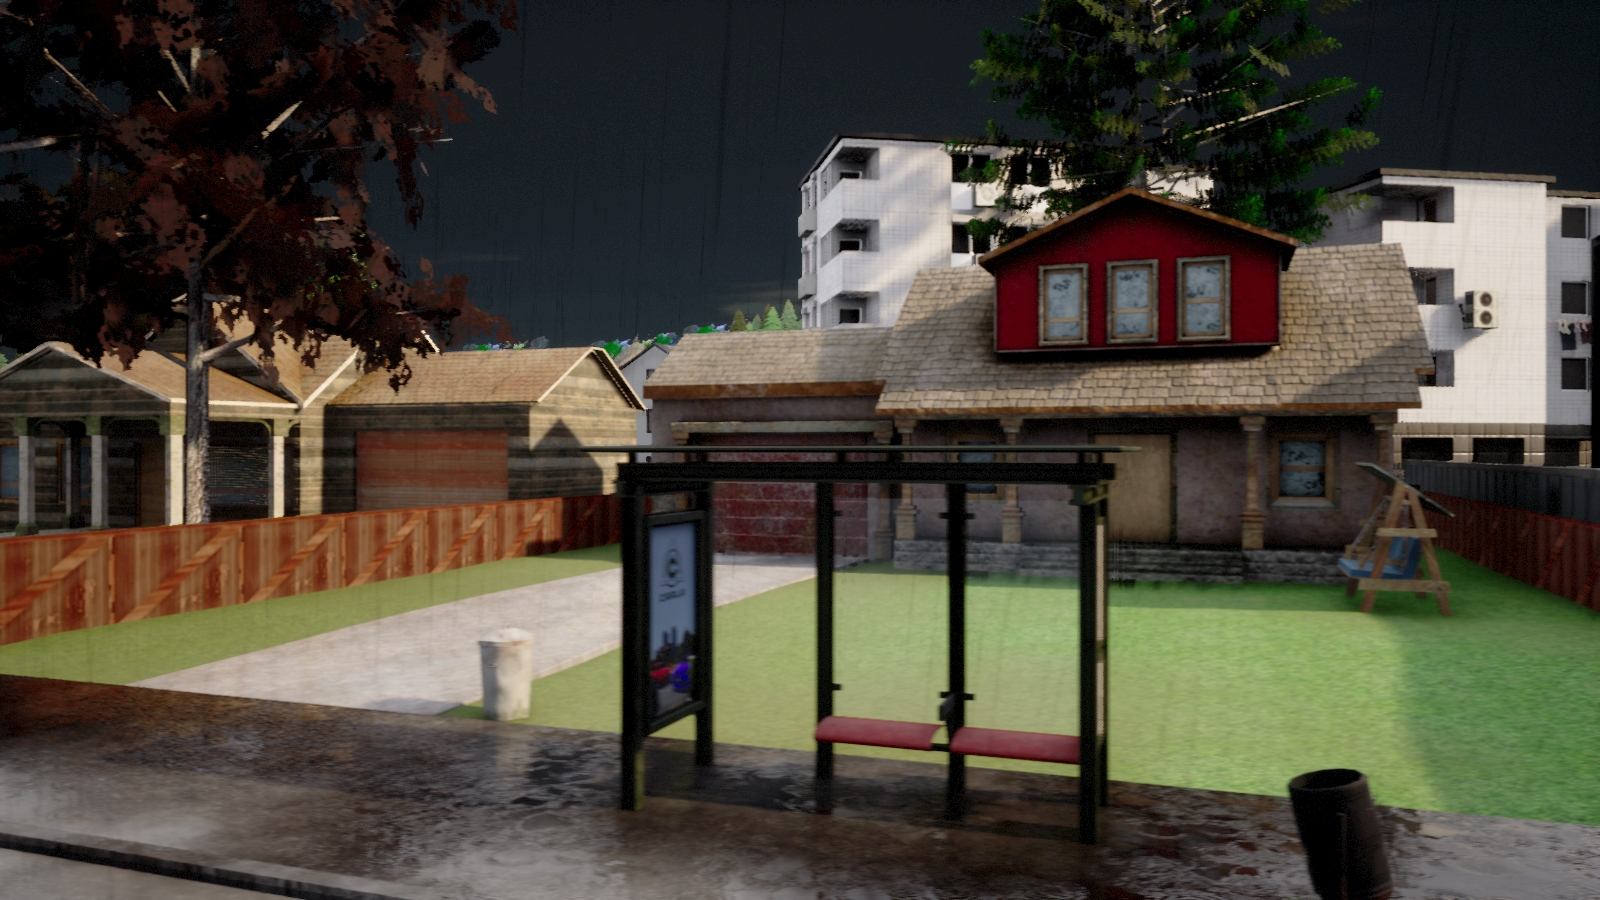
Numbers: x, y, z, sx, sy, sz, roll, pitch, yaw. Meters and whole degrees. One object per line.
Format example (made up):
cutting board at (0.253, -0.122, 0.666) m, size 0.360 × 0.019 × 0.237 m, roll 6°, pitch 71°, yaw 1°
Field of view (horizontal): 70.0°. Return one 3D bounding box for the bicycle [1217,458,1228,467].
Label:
bicycle at (70.615, 2.061, 191.016) m, size 1.835 × 1.471 × 0.329 m, roll 0°, pitch 0°, yaw 20°
